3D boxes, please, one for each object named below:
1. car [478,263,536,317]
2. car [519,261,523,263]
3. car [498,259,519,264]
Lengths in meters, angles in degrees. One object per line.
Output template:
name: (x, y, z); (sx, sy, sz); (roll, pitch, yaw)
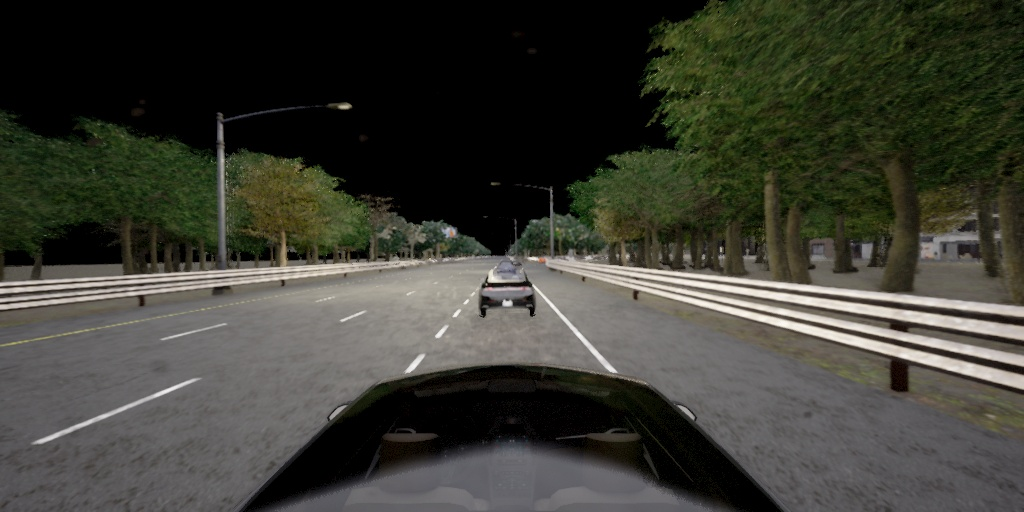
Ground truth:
car: (-0.182, 1.209, 13.165); (2.128, 1.511, 4.902); (-1, 0, -1)
car: (0.524, 1.171, 57.143); (1.895, 1.301, 4.718); (-1, 0, 10)
car: (-0.602, 1.214, 37.169); (1.994, 1.385, 4.181); (-1, 0, -1)
